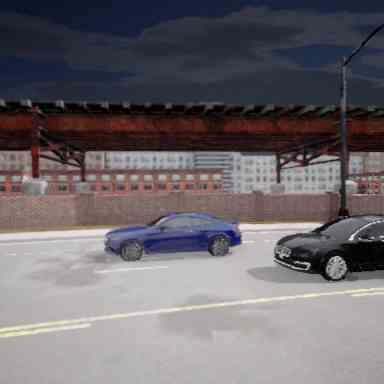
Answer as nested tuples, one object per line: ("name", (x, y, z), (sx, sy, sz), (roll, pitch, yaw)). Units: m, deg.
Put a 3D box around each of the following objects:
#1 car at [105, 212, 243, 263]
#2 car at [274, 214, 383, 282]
("car", (-0.576, 1.418, 11.365), (4.674, 1.442, 1.812), (0, 1, -15))
("car", (4.681, 1.407, 9.124), (4.892, 1.490, 1.837), (0, 0, -13))
